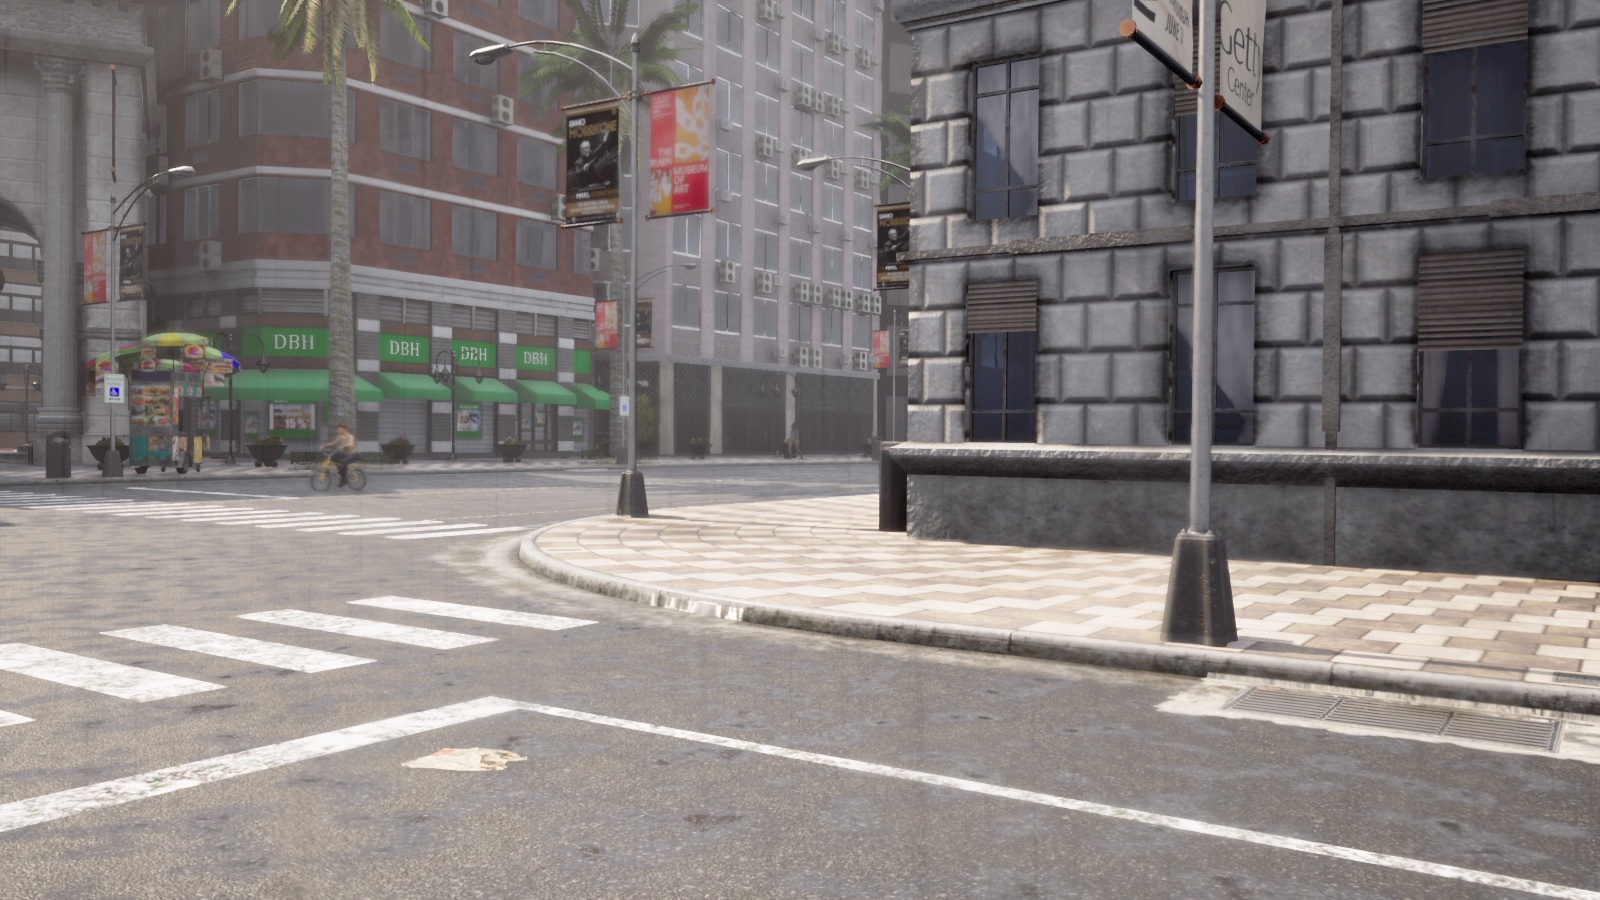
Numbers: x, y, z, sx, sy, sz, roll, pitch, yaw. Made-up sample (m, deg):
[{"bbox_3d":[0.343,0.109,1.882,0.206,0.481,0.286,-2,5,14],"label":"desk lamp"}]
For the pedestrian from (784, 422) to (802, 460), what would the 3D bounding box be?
[{"bbox_3d":[-0.328,-0.454,61.921,0.540,1.848,0.694,0,1,44],"label":"pedestrian"}]

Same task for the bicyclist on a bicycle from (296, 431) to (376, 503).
[{"bbox_3d":[-10.762,0.367,29.168,0.866,1.612,1.509,0,1,34],"label":"bicyclist on a bicycle"}]
